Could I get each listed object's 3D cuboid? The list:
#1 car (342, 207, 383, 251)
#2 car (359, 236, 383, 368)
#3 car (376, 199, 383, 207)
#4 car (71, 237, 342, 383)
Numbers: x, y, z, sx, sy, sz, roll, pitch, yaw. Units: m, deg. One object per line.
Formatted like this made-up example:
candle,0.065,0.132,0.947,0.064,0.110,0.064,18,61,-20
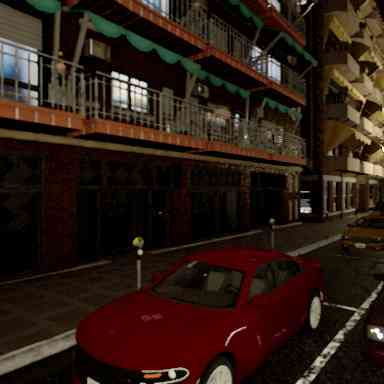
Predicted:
car,7.292,1.523,13.323,1.752,1.417,4.829,0,0,39
car,4.294,1.546,5.398,2.033,1.411,5.357,0,0,39
car,10.844,1.313,17.776,2.192,1.841,5.009,0,0,39
car,0.503,1.544,4.816,1.887,1.381,4.507,0,0,39
